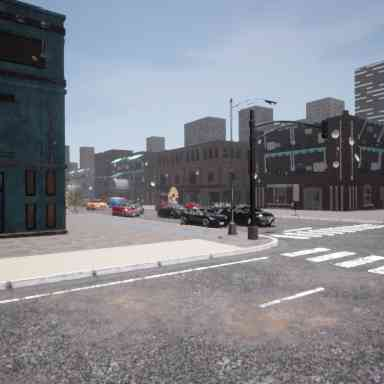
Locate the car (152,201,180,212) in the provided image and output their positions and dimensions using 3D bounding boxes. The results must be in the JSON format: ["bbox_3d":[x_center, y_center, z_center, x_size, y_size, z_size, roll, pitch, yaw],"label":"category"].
[{"bbox_3d":[-3.577,1.965,45.414,1.802,1.307,4.206,-2,0,-36],"label":"car"}]

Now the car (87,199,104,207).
[{"bbox_3d":[-19.663,2.227,67.936,1.887,1.381,4.507,-1,0,-36],"label":"car"}]

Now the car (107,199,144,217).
[{"bbox_3d":[-7.183,1.846,36.037,1.967,1.590,4.097,-1,0,-36],"label":"car"}]

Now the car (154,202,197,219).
[{"bbox_3d":[-1.770,1.879,32.950,1.994,1.385,4.181,-1,0,-35],"label":"car"}]

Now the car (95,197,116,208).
[{"bbox_3d":[-16.451,1.939,63.431,2.192,1.841,5.009,-1,0,-36],"label":"car"}]

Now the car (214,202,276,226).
[{"bbox_3d":[4.006,1.705,24.788,1.837,1.490,4.892,-1,0,-34],"label":"car"}]

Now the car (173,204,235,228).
[{"bbox_3d":[0.785,1.814,24.674,1.947,1.339,4.313,-2,0,-36],"label":"car"}]

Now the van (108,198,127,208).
[{"bbox_3d":[-13.234,1.906,58.927,1.690,1.788,3.998,-1,0,-36],"label":"van"}]

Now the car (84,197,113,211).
[{"bbox_3d":[-14.260,1.908,50.522,2.097,1.767,4.553,-1,0,-35],"label":"car"}]

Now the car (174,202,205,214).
[{"bbox_3d":[-0.362,1.903,40.910,1.802,1.307,4.206,-2,0,-36],"label":"car"}]
